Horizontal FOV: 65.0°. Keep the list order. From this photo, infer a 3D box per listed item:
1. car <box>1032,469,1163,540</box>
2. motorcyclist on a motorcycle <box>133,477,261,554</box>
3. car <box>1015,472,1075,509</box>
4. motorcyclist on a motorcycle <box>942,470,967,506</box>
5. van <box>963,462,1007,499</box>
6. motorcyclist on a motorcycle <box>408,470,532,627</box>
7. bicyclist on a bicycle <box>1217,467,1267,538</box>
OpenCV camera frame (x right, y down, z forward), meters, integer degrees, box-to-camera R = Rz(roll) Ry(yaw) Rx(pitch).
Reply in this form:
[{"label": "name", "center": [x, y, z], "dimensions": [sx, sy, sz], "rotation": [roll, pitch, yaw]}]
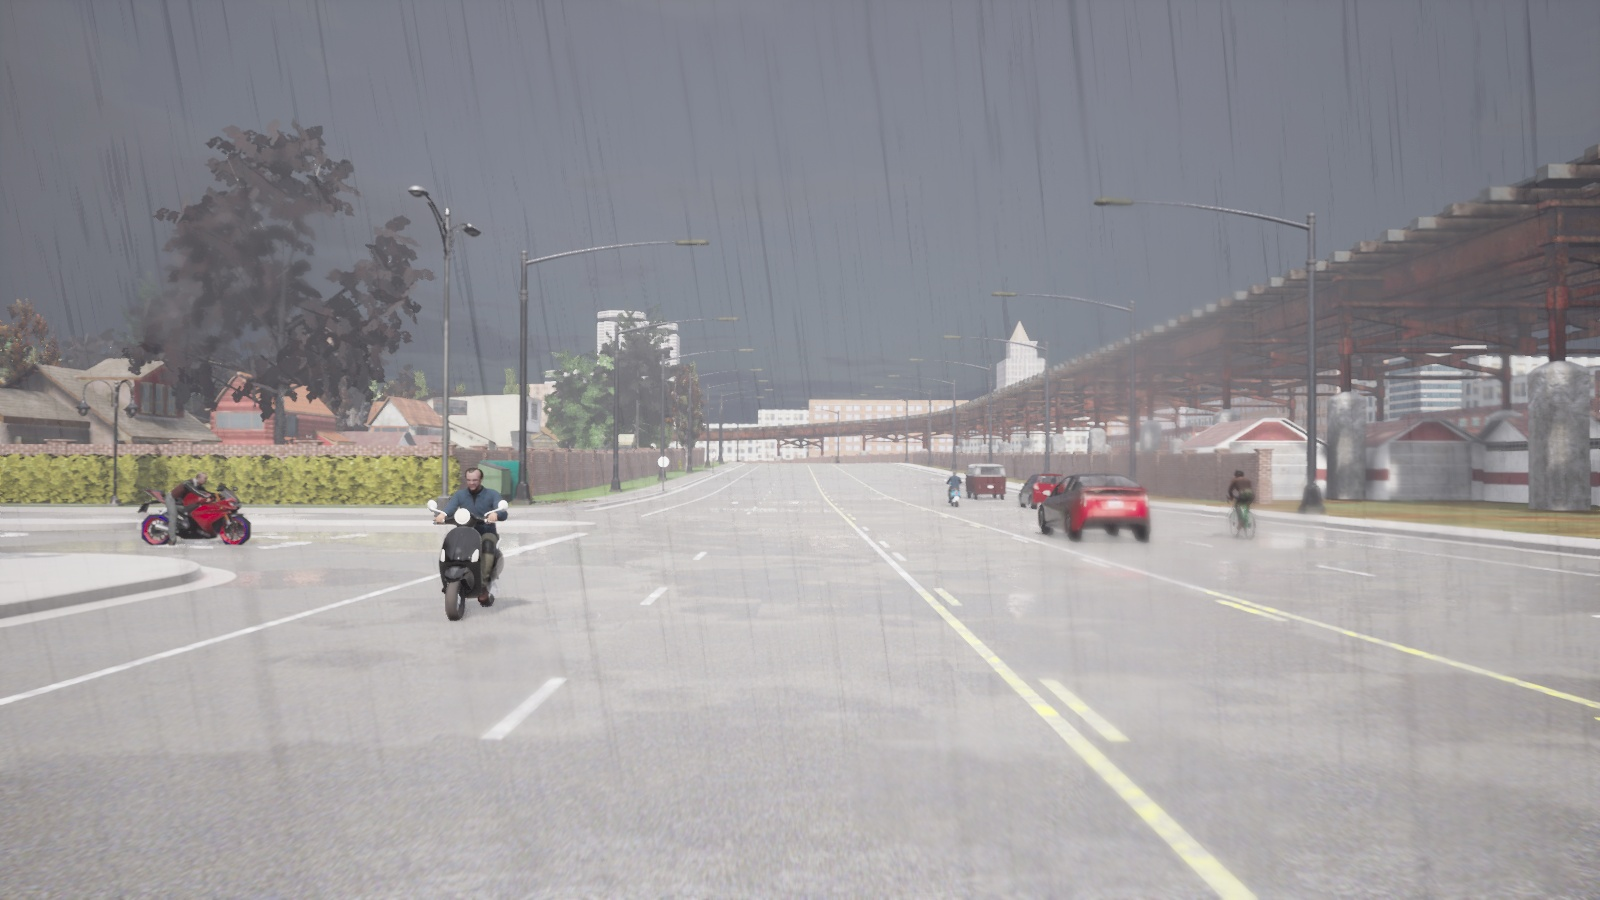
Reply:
[{"label": "car", "center": [6.926, 1.230, 29.715], "dimensions": [2.007, 1.525, 4.514], "rotation": [0, -1, 0]}, {"label": "motorcyclist on a motorcycle", "center": [-12.298, 1.328, 25.660], "dimensions": [2.191, 1.530, 0.866], "rotation": [0, -1, 0]}, {"label": "car", "center": [10.366, 1.678, 53.347], "dimensions": [1.845, 1.501, 3.633], "rotation": [0, -1, 0]}, {"label": "motorcyclist on a motorcycle", "center": [6.861, 1.674, 55.860], "dimensions": [0.866, 1.590, 1.817], "rotation": [0, -1, 0]}, {"label": "van", "center": [10.324, 1.668, 70.188], "dimensions": [1.775, 1.987, 4.442], "rotation": [0, -1, 0]}, {"label": "motorcyclist on a motorcycle", "center": [-3.534, 1.010, 13.606], "dimensions": [0.866, 1.590, 1.817], "rotation": [0, -1, 0]}, {"label": "bicyclist on a bicycle", "center": [10.418, 1.221, 29.666], "dimensions": [0.582, 1.620, 1.656], "rotation": [0, -1, 0]}]
